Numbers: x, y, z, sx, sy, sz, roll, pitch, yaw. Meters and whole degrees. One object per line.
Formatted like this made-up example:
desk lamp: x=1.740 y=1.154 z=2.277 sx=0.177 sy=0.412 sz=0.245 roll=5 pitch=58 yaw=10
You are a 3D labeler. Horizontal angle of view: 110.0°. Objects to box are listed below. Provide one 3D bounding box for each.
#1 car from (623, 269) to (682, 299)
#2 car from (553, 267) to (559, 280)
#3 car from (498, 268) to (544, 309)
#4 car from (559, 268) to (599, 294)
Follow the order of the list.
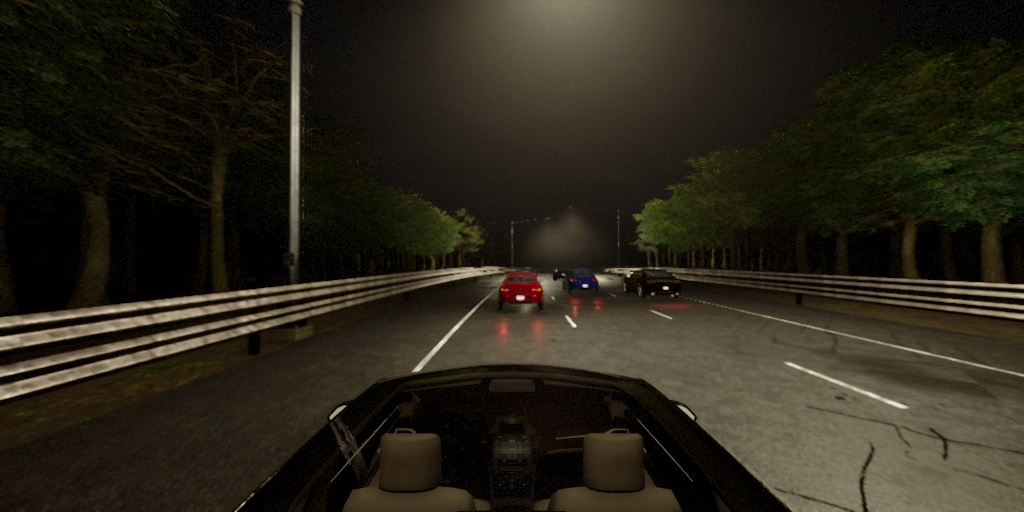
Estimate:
car: x=7.599 y=1.452 z=19.888 sx=1.882 sy=1.535 sz=5.008 roll=0 pitch=-1 yaw=3
car: x=5.491 y=1.941 z=39.251 sx=1.994 sy=1.385 sz=4.181 roll=0 pitch=-2 yaw=5
car: x=0.413 y=1.444 z=15.855 sx=1.812 sy=1.442 sz=4.674 roll=0 pitch=-1 yaw=2
car: x=4.235 y=1.540 z=22.466 sx=1.812 sy=1.442 sz=4.674 roll=0 pitch=-1 yaw=3
